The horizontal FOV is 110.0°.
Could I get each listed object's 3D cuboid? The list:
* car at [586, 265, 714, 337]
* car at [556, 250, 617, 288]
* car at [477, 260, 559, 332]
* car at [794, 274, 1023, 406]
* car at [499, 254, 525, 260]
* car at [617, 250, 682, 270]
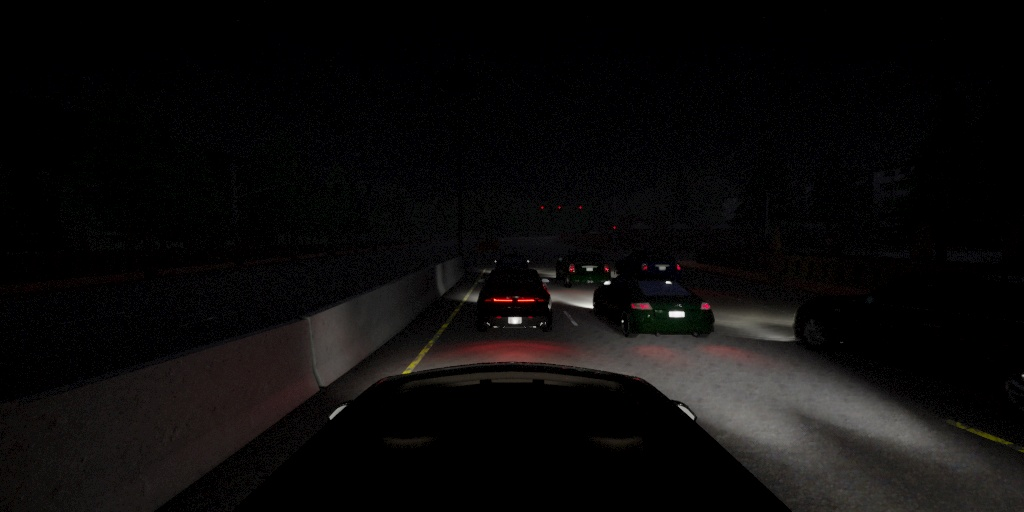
[{"bbox_3d":[3.559,1.161,9.767,1.994,1.385,4.181,0,2,0],"label":"car"},{"bbox_3d":[3.505,0.494,18.359,2.097,1.767,4.553,0,4,0],"label":"car"},{"bbox_3d":[0.055,1.081,10.333,1.837,1.490,4.892,0,2,0],"label":"car"},{"bbox_3d":[7.079,1.059,5.750,2.097,1.767,4.553,0,1,0],"label":"car"},{"bbox_3d":[-0.002,0.599,19.838,2.033,1.411,5.357,0,4,0],"label":"car"},{"bbox_3d":[7.004,0.468,18.838,2.097,1.767,4.553,0,3,0],"label":"car"}]
